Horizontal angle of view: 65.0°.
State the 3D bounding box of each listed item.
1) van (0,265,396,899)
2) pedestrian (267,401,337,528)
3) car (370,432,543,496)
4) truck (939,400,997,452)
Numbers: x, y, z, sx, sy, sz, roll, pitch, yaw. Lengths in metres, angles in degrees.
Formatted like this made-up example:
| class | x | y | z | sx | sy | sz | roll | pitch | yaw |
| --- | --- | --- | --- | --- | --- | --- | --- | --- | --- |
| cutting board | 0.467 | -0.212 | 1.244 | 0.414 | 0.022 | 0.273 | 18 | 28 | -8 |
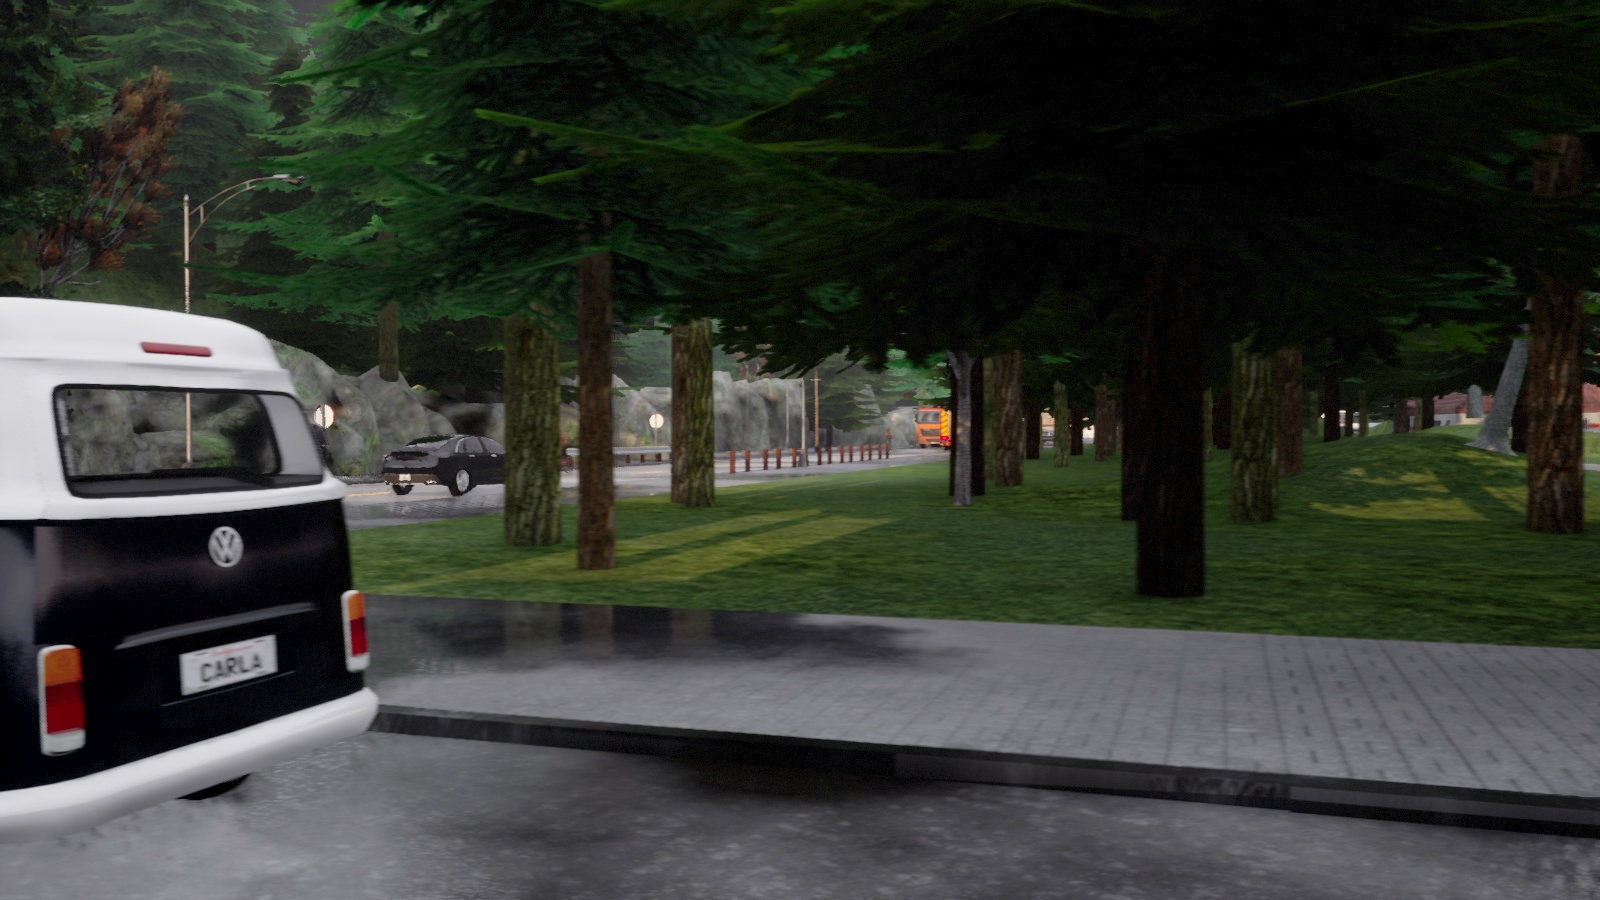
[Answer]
| class | x | y | z | sx | sy | sz | roll | pitch | yaw |
| --- | --- | --- | --- | --- | --- | --- | --- | --- | --- |
| van | -4.188 | 0.452 | 5.128 | 4.480 | 2.038 | 2.069 | 1 | 1 | 19 |
| pedestrian | -7.530 | 0.203 | 19.021 | 0.563 | 1.883 | 0.849 | 1 | 1 | 18 |
| car | -8.611 | 0.287 | 31.999 | 1.837 | 1.490 | 4.892 | 1 | 1 | 18 |
| truck | 13.112 | -1.845 | 97.172 | 2.891 | 3.827 | 8.468 | 1 | 1 | 19 |
